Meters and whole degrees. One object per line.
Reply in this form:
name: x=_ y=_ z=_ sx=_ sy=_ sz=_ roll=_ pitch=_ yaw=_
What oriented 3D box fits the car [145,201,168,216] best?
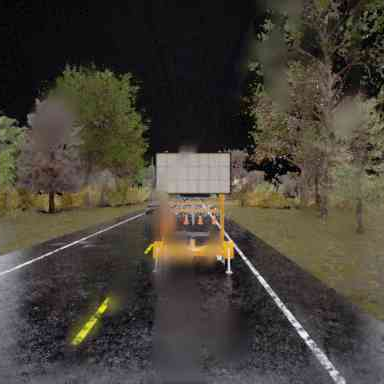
car: x=-3.388 y=1.582 z=33.028 sx=2.033 sy=1.411 sz=5.357 roll=0 pitch=0 yaw=0

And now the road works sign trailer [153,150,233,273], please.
road works sign trailer: x=0.040 y=0.469 z=10.645 sx=2.380 sy=3.560 sz=2.880 roll=0 pitch=0 yaw=0
